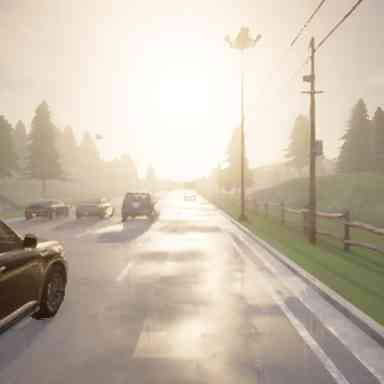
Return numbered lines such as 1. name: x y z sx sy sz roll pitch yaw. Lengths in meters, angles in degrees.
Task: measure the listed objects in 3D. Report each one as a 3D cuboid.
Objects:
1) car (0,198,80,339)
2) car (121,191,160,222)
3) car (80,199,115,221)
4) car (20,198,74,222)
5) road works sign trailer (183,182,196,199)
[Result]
1. car: -3.445 1.182 4.046 2.150 2.045 5.566 0 1 0
2. car: -3.529 0.952 23.574 2.150 2.045 5.566 0 1 0
3. car: -7.035 1.221 24.528 2.128 1.511 4.902 0 1 0
4. car: -10.536 1.244 24.596 1.837 1.490 4.892 0 1 0
5. road works sign trailer: -0.391 -0.352 68.936 2.380 3.560 2.880 0 1 0
